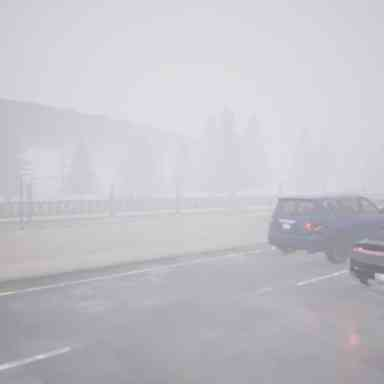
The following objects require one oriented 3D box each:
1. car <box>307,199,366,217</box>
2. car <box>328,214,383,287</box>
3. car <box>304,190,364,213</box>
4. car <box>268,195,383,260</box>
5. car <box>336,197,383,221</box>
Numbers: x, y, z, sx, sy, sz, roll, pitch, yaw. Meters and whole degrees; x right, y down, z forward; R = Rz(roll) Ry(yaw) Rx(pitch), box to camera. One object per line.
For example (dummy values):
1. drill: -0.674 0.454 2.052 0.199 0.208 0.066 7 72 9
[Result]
1. car: 12.069 1.301 27.749 4.718 1.301 1.895 -1 0 -26
2. car: 5.629 1.383 7.692 4.902 1.511 2.128 -1 0 -34
3. car: 13.814 0.877 32.349 5.566 2.045 2.150 0 0 -23
4. car: 5.106 1.097 11.554 5.566 2.045 2.150 -1 0 -33
5. car: 13.122 1.185 24.317 5.008 1.535 1.882 -1 0 -26
